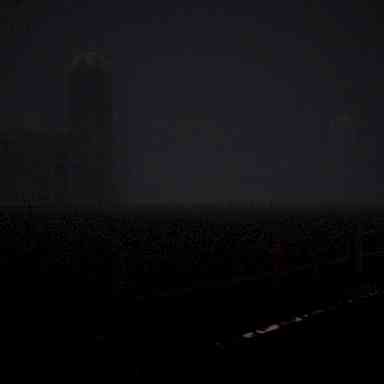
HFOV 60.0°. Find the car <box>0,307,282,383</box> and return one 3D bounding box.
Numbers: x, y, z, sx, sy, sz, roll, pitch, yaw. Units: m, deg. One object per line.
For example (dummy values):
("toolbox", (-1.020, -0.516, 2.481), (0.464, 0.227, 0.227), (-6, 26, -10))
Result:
("car", (-1.708, 1.597, 1.842), (4.718, 1.301, 1.895), (1, 0, -35))
